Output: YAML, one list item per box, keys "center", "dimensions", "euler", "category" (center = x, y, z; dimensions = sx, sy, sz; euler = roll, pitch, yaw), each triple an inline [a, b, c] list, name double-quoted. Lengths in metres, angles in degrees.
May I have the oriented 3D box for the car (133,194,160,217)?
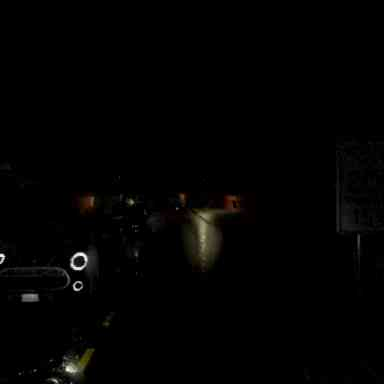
- center: [-4.177, 1.179, 30.947]
  dimensions: [2.150, 2.045, 5.566]
  euler: [0, 0, -4]
  category: "car"

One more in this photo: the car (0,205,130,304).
- center: [-3.057, 1.357, 8.374]
  dimensions: [2.097, 1.767, 4.553]
  euler: [0, 0, -2]
  category: "car"

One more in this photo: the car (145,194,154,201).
- center: [-9.768, 1.263, 76.189]
  dimensions: [1.812, 1.442, 4.674]
  euler: [0, 0, -10]
  category: "car"

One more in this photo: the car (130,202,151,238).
- center: [-3.403, 1.494, 17.606]
  dimensions: [1.837, 1.490, 4.892]
  euler: [0, 0, -3]
  category: "car"

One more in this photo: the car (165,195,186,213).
- center: [-1.731, 1.429, 36.474]
  dimensions: [1.837, 1.490, 4.892]
  euler: [0, 0, -5]
  category: "car"
